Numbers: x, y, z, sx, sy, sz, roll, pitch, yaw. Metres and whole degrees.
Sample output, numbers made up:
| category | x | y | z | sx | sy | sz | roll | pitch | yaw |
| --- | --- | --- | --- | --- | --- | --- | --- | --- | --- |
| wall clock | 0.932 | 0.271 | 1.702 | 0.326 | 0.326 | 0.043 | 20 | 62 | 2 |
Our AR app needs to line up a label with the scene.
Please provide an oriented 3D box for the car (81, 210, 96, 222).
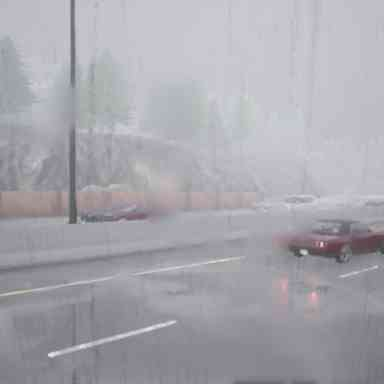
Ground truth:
| category | x | y | z | sx | sy | sz | roll | pitch | yaw |
| --- | --- | --- | --- | --- | --- | --- | --- | --- | --- |
| car | -5.707 | 1.623 | 25.788 | 5.357 | 1.411 | 2.033 | 0 | 0 | -36 |

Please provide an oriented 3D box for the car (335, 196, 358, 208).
| category | x | y | z | sx | sy | sz | roll | pitch | yaw |
| --- | --- | --- | --- | --- | --- | --- | --- | --- | --- |
| car | 24.196 | 1.657 | 52.609 | 1.812 | 1.442 | 4.674 | 0 | 0 | 42 |

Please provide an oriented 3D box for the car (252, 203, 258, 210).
| category | x | y | z | sx | sy | sz | roll | pitch | yaw |
| --- | --- | --- | --- | --- | --- | --- | --- | --- | --- |
| car | 9.754 | 1.714 | 42.872 | 4.718 | 1.301 | 1.895 | 0 | 0 | -42 |

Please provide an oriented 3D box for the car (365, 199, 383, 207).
| category | x | y | z | sx | sy | sz | roll | pitch | yaw |
| --- | --- | --- | --- | --- | --- | --- | --- | --- | --- |
| car | 29.030 | 1.729 | 52.899 | 1.895 | 1.301 | 4.718 | 0 | 0 | 41 |

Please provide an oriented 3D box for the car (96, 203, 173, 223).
| category | x | y | z | sx | sy | sz | roll | pitch | yaw |
| --- | --- | --- | --- | --- | --- | --- | --- | --- | --- |
| car | -3.675 | 1.544 | 22.951 | 5.008 | 1.535 | 1.882 | 0 | 0 | -36 |

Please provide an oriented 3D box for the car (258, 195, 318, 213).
| category | x | y | z | sx | sy | sz | roll | pitch | yaw |
| --- | --- | --- | --- | --- | --- | --- | --- | --- | --- |
| car | 8.329 | 1.296 | 27.743 | 5.566 | 2.045 | 2.150 | 1 | 0 | -39 |

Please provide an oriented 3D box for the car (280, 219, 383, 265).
| category | x | y | z | sx | sy | sz | roll | pitch | yaw |
| --- | --- | --- | --- | --- | --- | --- | --- | --- | --- |
| car | 5.368 | 1.631 | 11.931 | 4.718 | 1.301 | 1.895 | 0 | 0 | -36 |
